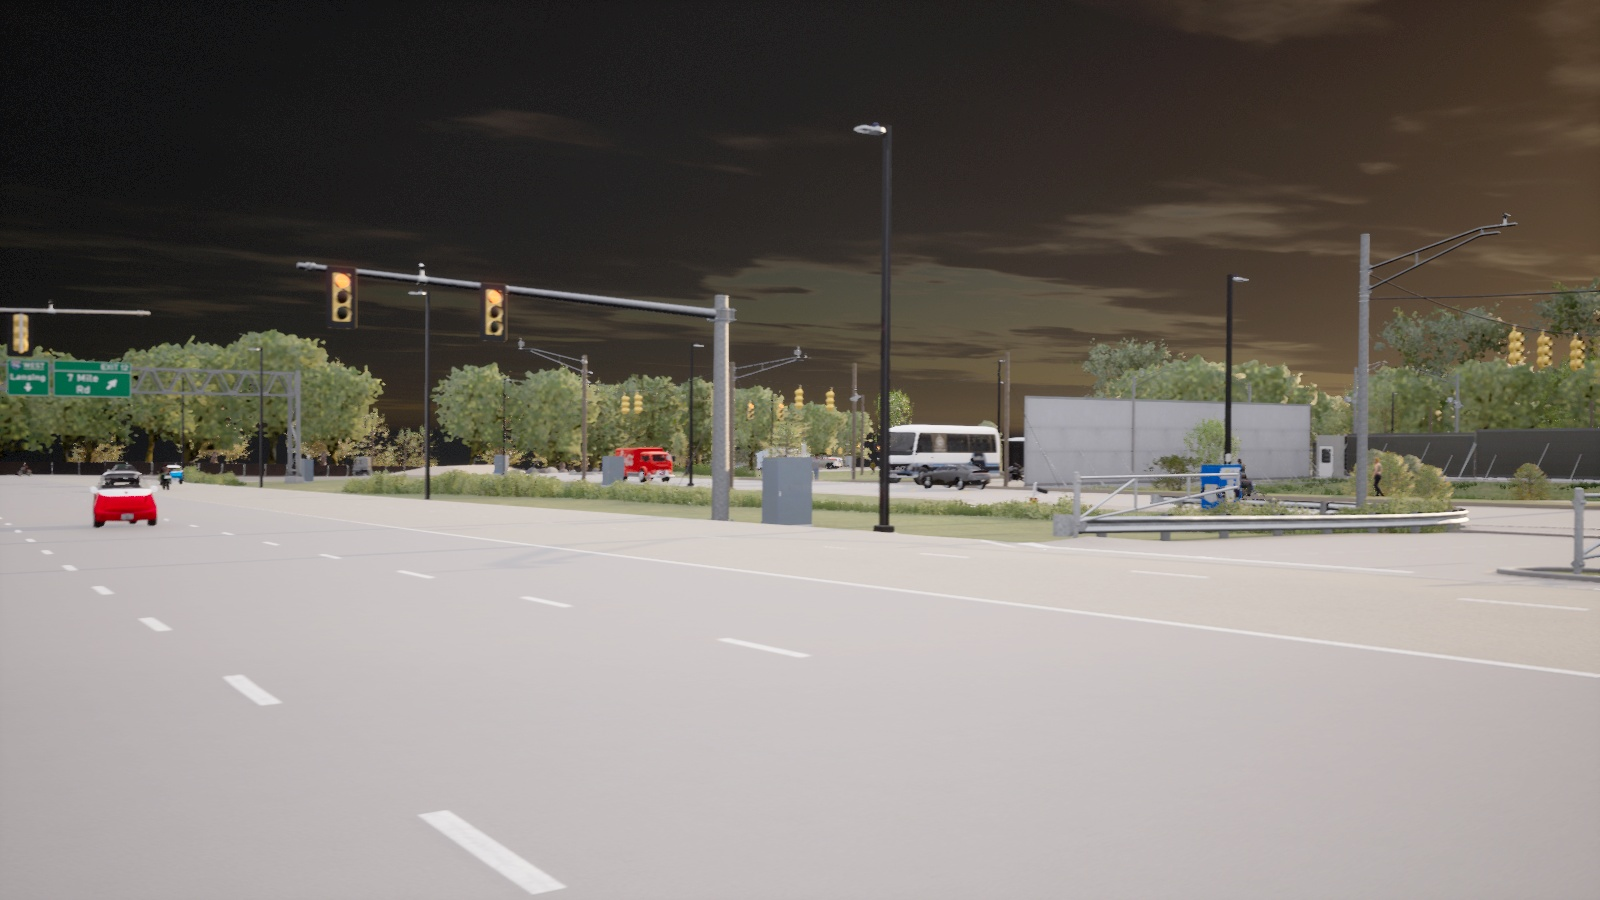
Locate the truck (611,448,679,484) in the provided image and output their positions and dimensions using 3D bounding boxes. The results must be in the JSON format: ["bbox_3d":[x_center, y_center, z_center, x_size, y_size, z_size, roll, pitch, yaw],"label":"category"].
[{"bbox_3d":[-11.148,1.107,90.114,2.627,2.467,5.204,0,0,-35],"label":"truck"}]

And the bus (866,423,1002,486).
[{"bbox_3d":[9.813,0.292,90.880,10.273,4.253,3.944,0,1,-43],"label":"bus"}]

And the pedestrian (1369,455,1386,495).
[{"bbox_3d":[26.671,1.135,58.014,0.345,1.836,0.594,0,1,-35],"label":"pedestrian"}]

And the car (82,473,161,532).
[{"bbox_3d":[-16.935,1.279,31.295,1.481,1.376,2.207,0,-1,-35],"label":"car"}]

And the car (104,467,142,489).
[{"bbox_3d":[-46.394,1.899,85.981,1.816,1.474,4.193,0,0,-35],"label":"car"}]

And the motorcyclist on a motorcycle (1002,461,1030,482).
[{"bbox_3d":[16.643,1.669,96.723,2.191,1.530,0.866,-1,1,-35],"label":"motorcyclist on a motorcycle"}]

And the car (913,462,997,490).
[{"bbox_3d":[8.994,1.473,73.232,2.128,1.511,4.902,0,0,-34],"label":"car"}]
